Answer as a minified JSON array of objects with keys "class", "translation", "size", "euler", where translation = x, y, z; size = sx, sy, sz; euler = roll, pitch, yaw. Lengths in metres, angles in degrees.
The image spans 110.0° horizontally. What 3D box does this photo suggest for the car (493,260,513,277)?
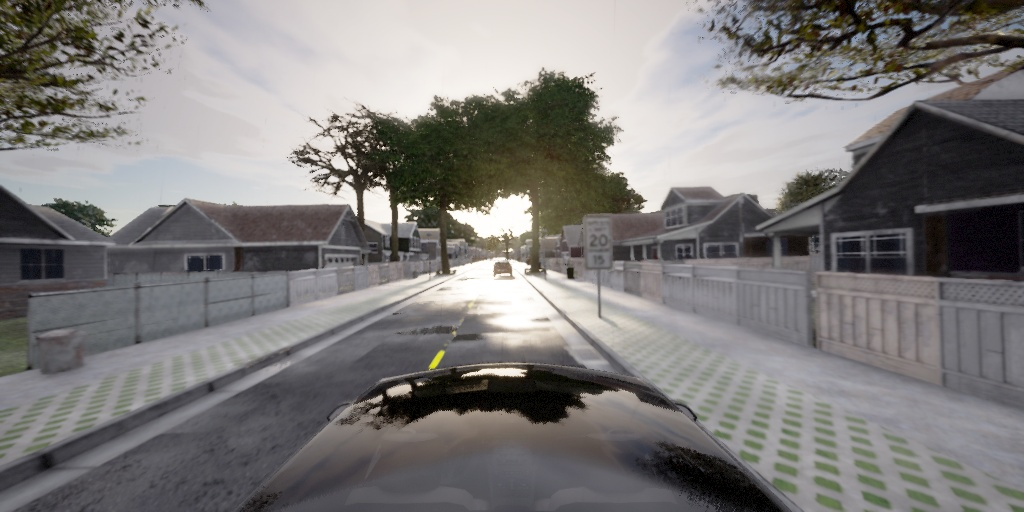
[{"class":"car","translation":[-0.901,1.226,36.389],"size":[1.882,1.535,5.008],"euler":[-1,0,-1]}]
